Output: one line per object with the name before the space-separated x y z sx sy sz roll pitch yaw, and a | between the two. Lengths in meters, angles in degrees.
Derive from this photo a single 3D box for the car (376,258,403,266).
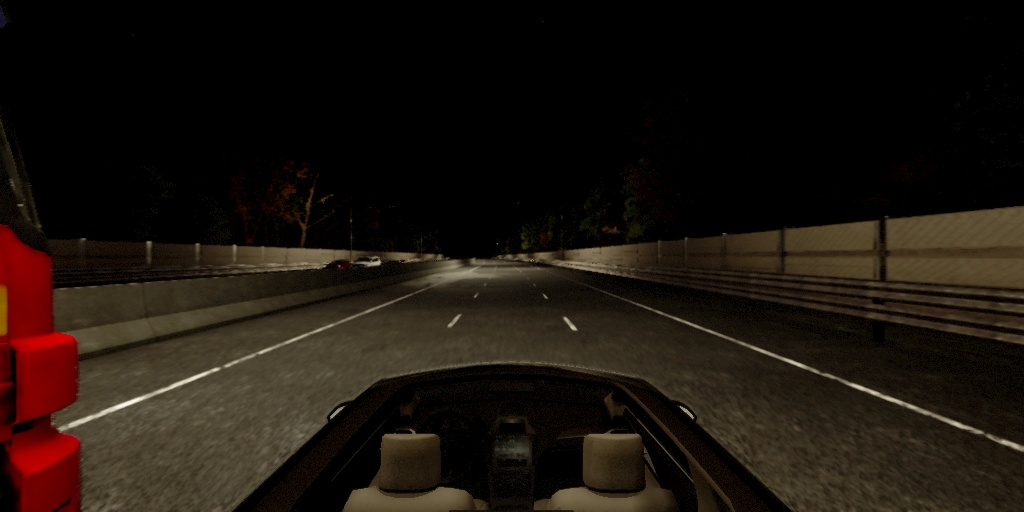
car | -14.589 1.355 44.043 1.882 1.535 5.008 0 0 -1

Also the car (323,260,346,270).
car | -21.603 1.257 44.775 2.097 1.767 4.553 0 0 -1

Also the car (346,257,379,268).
car | -18.100 1.113 44.711 2.150 2.045 5.566 0 0 -1
